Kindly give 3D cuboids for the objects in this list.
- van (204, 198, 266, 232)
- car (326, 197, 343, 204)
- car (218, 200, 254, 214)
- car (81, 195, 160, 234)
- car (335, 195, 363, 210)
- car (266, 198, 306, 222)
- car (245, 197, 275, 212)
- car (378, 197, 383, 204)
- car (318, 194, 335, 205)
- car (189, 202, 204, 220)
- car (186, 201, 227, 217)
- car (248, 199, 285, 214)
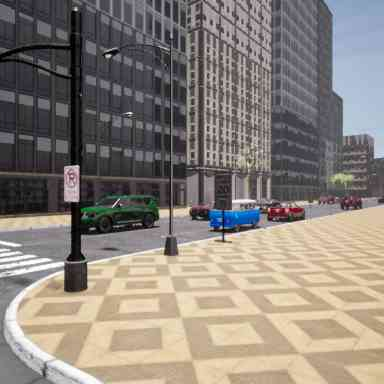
[{"bbox_3d":[2.704,1.368,20.224,1.690,1.788,3.998,0,0,38],"label":"van"},{"bbox_3d":[28.696,1.624,66.862,2.008,1.369,4.403,0,0,38],"label":"car"},{"bbox_3d":[4.858,1.570,36.064,1.887,1.381,4.507,0,0,38],"label":"car"},{"bbox_3d":[-4.399,1.238,20.035,2.150,2.045,5.566,0,0,39],"label":"car"},{"bbox_3d":[21.306,1.368,44.439,2.192,1.841,5.009,0,0,38],"label":"car"},{"bbox_3d":[7.684,1.472,26.839,1.967,1.590,4.097,0,0,38],"label":"car"},{"bbox_3d":[8.264,1.471,40.463,1.967,1.590,4.097,0,0,38],"label":"car"},{"bbox_3d":[38.332,1.658,66.437,1.947,1.339,4.313,0,0,38],"label":"car"},{"bbox_3d":[25.291,1.380,62.463,2.192,1.841,5.009,0,0,38],"label":"car"},{"bbox_3d":[1.819,1.624,28.102,1.895,1.301,4.718,0,0,38],"label":"car"},{"bbox_3d":[1.452,1.603,31.663,1.802,1.307,4.206,0,0,38],"label":"car"},{"bbox_3d":[8.206,1.522,36.337,2.128,1.511,4.902,0,0,38],"label":"car"}]
